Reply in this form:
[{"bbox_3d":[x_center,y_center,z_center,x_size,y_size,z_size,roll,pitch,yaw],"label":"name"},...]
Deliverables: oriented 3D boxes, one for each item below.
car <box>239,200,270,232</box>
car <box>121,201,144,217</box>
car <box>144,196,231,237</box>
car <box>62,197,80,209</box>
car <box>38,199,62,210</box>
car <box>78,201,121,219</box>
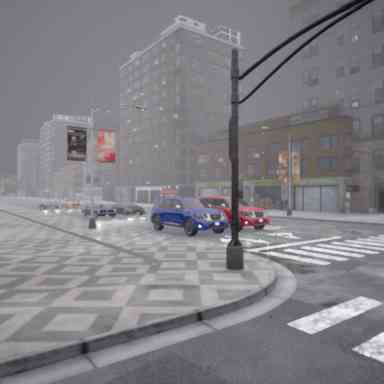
[{"bbox_3d":[2.266,1.269,21.021,2.150,2.045,5.566,0,0,-36],"label":"car"},{"bbox_3d":[-6.571,1.649,33.167,2.033,1.411,5.357,0,0,-36],"label":"car"},{"bbox_3d":[-0.347,1.271,19.089,2.150,2.045,5.566,0,0,-36],"label":"car"},{"bbox_3d":[-17.481,1.555,48.325,2.097,1.767,4.553,0,0,-36],"label":"car"},{"bbox_3d":[-19.859,1.678,46.062,1.812,1.442,4.674,0,0,-36],"label":"car"},{"bbox_3d":[-8.541,1.701,30.358,1.895,1.301,4.718,0,0,-35],"label":"car"}]
